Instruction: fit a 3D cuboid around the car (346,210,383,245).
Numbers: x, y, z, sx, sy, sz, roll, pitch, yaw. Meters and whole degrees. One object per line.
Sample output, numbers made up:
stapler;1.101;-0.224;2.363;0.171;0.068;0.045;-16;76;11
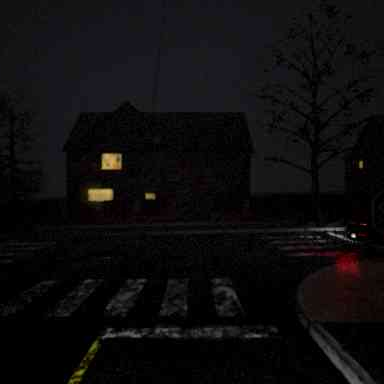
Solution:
car;8.058;1.214;11.749;4.892;1.490;1.837;-1;-1;-3
